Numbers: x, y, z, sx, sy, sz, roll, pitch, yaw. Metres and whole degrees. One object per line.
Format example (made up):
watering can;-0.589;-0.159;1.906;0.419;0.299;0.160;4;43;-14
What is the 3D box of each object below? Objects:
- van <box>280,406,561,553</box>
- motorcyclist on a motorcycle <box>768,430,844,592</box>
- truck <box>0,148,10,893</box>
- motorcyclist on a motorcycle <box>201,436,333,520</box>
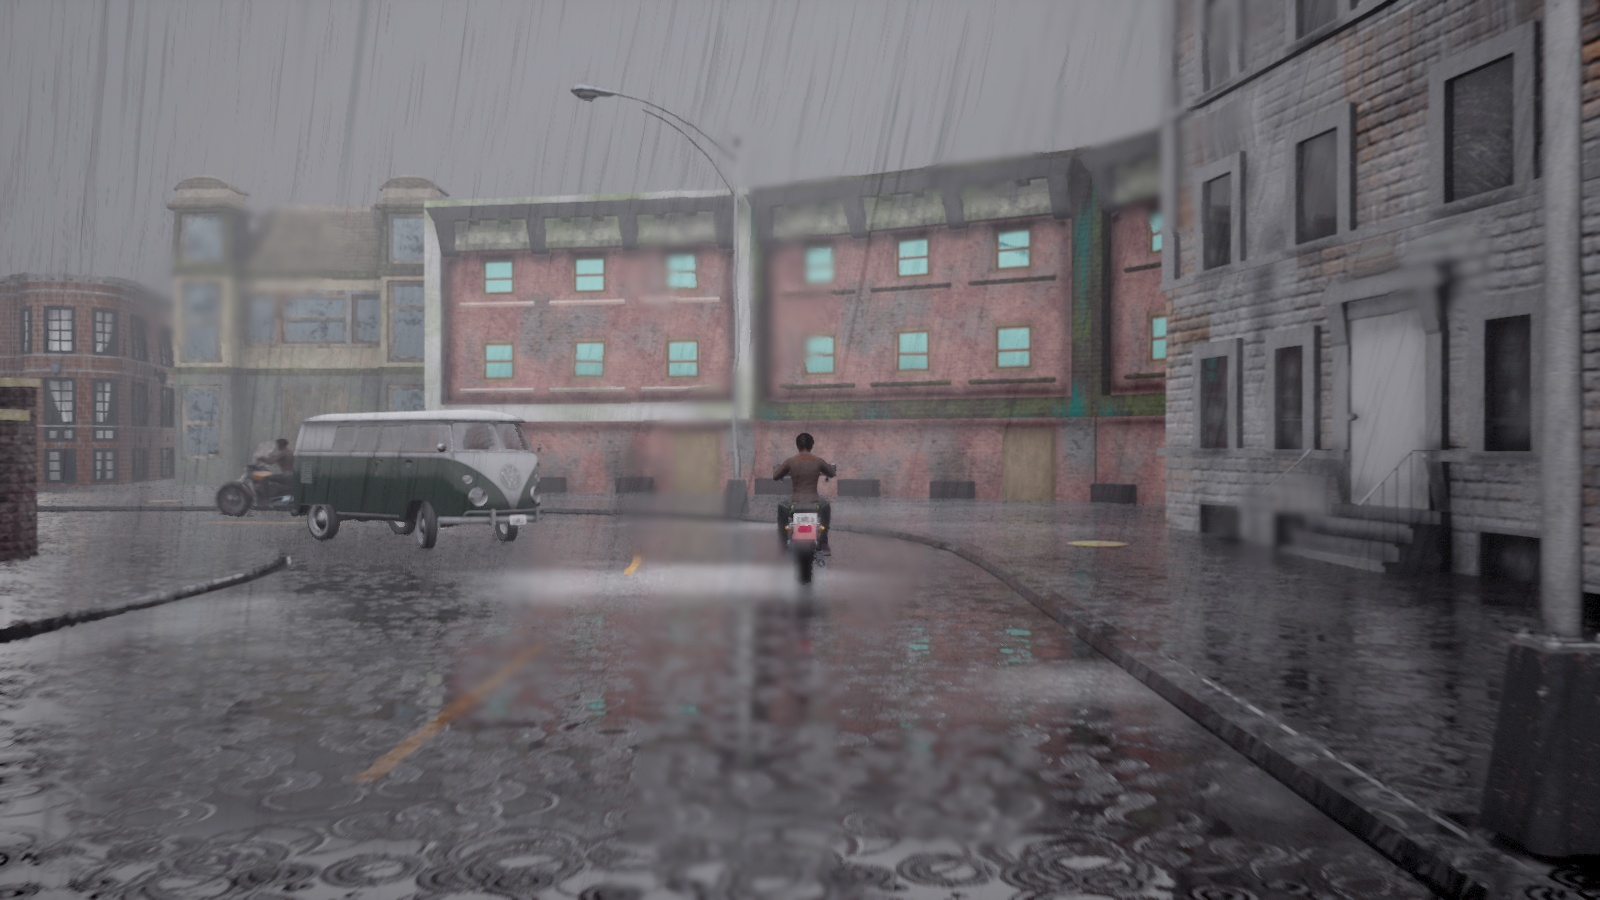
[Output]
van;-5.795;0.388;18.952;4.442;1.987;1.775;0;0;37
motorcyclist on a motorcycle;0.055;0.618;13.946;0.766;1.649;2.350;0;0;0
truck;-3.977;0.248;1.610;2.627;2.467;5.204;0;0;0
motorcyclist on a motorcycle;-10.731;0.546;25.311;2.350;1.649;0.766;0;1;7
